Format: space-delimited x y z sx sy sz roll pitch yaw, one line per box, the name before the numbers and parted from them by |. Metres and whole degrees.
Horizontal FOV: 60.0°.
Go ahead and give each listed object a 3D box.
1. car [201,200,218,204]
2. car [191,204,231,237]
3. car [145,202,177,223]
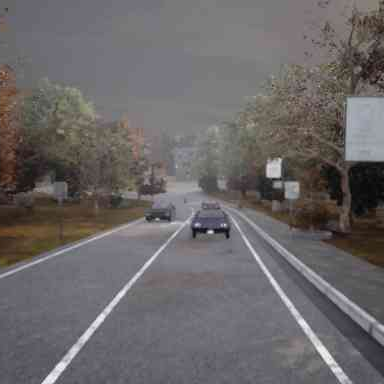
car | 1.879 1.509 35.505 1.895 1.301 4.718 0 0 0
car | 1.013 1.564 17.710 1.895 1.301 4.718 0 0 4
car | -2.205 1.462 25.412 2.033 1.411 5.357 0 0 3
